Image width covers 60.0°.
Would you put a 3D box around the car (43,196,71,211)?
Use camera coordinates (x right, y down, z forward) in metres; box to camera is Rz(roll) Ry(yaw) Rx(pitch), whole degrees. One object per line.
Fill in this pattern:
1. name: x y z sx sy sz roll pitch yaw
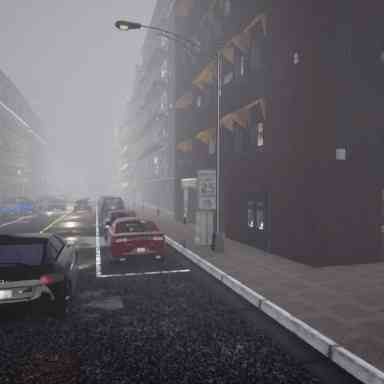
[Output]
1. car: -16.156 1.535 40.079 2.033 1.411 5.357 0 0 -16

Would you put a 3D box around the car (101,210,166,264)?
1. car: -2.098 1.542 11.785 1.887 1.381 4.507 -1 0 -16

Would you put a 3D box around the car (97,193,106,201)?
1. car: -23.950 1.311 87.652 2.192 1.841 5.009 -1 0 -16

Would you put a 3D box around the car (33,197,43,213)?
1. car: -17.869 1.567 36.389 1.802 1.307 4.206 -1 0 -16

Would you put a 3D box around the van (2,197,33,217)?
1. van: -16.304 1.327 30.945 1.690 1.788 3.998 -1 0 -16

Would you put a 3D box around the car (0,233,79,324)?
1. car: -3.532 1.561 7.083 1.994 1.385 4.181 0 0 -16

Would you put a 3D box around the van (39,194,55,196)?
1. van: -21.021 1.326 47.270 1.690 1.788 3.998 -1 0 -16

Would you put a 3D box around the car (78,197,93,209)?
1. car: -14.978 1.467 46.839 1.882 1.535 5.008 0 0 -16

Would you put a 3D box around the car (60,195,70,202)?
1. car: -30.442 1.429 79.921 1.967 1.590 4.097 -1 0 -16

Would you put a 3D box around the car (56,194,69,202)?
1. car: -28.876 1.303 74.478 2.192 1.841 5.009 -1 0 -16

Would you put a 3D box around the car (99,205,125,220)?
1. car: -3.570 1.562 16.899 1.947 1.339 4.313 -1 0 -16

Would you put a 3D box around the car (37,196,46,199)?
1. car: -19.439 1.567 41.830 1.802 1.307 4.206 -1 0 -16

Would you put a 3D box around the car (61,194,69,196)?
1. car: -27.306 1.537 69.036 2.008 1.369 4.403 -1 0 -16

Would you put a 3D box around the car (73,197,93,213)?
1. car: -12.074 1.516 36.932 1.812 1.442 4.674 0 0 -16

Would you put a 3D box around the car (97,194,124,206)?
1. car: -6.708 1.308 27.782 2.192 1.841 5.009 -1 0 -16

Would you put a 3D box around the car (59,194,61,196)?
1. car: -22.616 1.300 52.704 2.192 1.841 5.009 -1 0 -16

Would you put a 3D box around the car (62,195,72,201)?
1. car: -32.008 1.556 85.364 1.947 1.339 4.313 -1 0 -16

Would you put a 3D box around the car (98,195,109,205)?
1. car: -16.111 1.432 60.440 1.967 1.590 4.097 -1 0 -16
